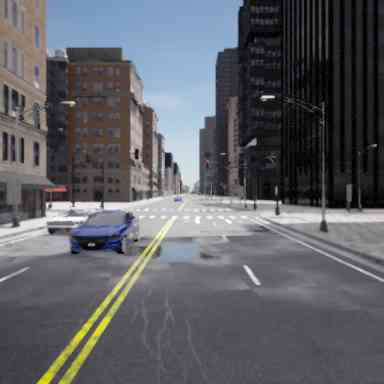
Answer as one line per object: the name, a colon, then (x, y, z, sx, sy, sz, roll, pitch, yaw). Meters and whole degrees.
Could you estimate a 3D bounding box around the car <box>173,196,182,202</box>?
car: (-3.270, 1.589, 77.682, 1.882, 1.535, 5.008, 0, 0, 0)

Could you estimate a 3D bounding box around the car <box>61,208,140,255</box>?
car: (-3.343, 1.493, 13.578, 1.882, 1.535, 5.008, 0, 0, 0)

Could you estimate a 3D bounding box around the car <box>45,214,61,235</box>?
car: (-6.573, 1.622, 19.100, 1.895, 1.301, 4.718, 0, 0, 0)
